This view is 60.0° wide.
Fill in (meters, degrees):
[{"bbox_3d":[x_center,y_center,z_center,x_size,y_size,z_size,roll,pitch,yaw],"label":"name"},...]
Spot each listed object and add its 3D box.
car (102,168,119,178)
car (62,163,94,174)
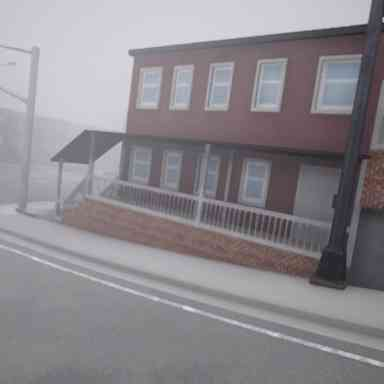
[{"bbox_3d":[-9.189,-2.448,43.993,2.033,1.411,5.357,11,7,35],"label":"car"},{"bbox_3d":[-14.615,-3.001,42.367,1.994,1.385,4.181,11,6,35],"label":"car"}]
